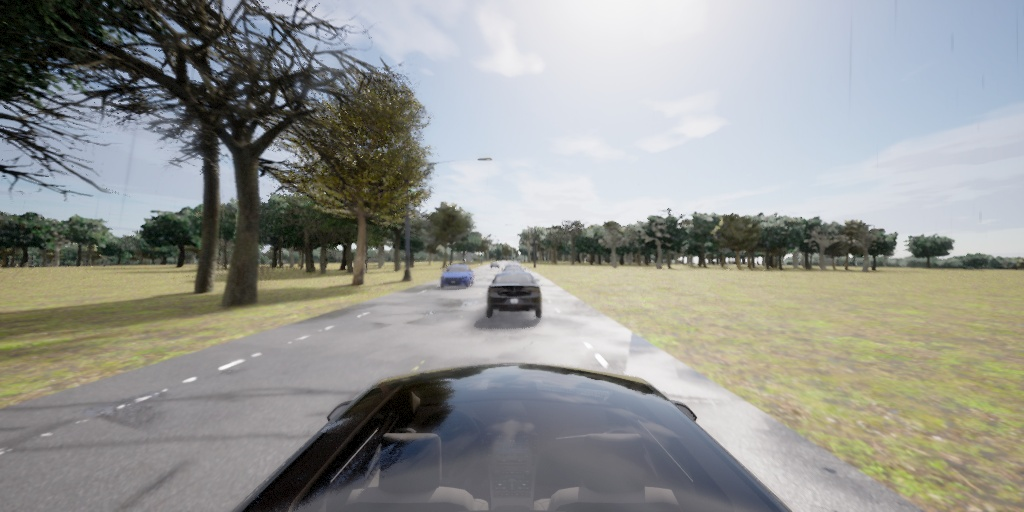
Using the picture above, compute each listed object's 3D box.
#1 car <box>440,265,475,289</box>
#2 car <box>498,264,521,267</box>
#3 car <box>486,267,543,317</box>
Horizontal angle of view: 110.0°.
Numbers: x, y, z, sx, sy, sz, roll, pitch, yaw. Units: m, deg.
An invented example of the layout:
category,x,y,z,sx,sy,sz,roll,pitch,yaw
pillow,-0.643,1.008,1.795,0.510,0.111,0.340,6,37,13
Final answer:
category,x,y,z,sx,sy,sz,roll,pitch,yaw
car,-3.707,1.356,24.906,1.882,1.535,5.008,0,0,0
car,0.076,1.396,29.223,1.812,1.442,4.674,0,1,0
car,0.074,1.310,13.680,1.882,1.535,5.008,0,-1,0
